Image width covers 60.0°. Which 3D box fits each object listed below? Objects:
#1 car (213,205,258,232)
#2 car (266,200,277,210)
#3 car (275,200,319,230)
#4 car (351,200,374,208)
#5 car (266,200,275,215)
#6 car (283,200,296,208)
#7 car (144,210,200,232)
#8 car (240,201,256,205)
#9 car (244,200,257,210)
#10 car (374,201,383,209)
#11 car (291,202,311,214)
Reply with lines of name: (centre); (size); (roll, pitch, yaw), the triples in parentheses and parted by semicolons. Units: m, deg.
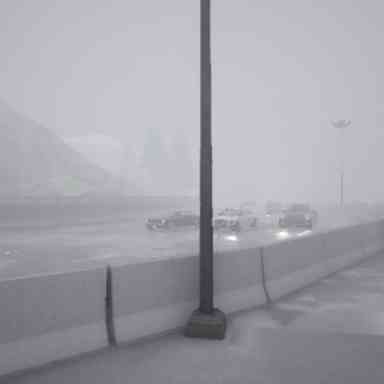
car: (2.958, 1.829, 22.574); (1.812, 1.442, 4.674); (0, -1, 33)
car: (13.782, 2.210, 57.895); (1.882, 1.535, 5.008); (0, -1, 12)
car: (7.717, 1.651, 23.717); (2.097, 1.767, 4.553); (-1, -1, 28)
car: (27.371, 2.118, 54.284); (2.128, 1.511, 4.902); (0, -1, 12)
car: (10.368, 2.032, 41.523); (1.837, 1.490, 4.892); (0, -1, 12)
car: (18.435, 2.316, 62.991); (1.812, 1.442, 4.674); (0, -1, 12)
car: (-1.067, 1.924, 22.804); (1.895, 1.301, 4.718); (-1, -1, 37)
car: (6.744, 2.018, 41.373); (1.882, 1.535, 5.008); (0, -1, 13)
car: (10.239, 2.240, 58.027); (2.128, 1.511, 4.902); (0, -1, 12)
car: (30.801, 2.150, 53.582); (2.033, 1.411, 5.357); (0, -1, 12)
car: (14.783, 2.109, 45.500); (2.033, 1.411, 5.357); (0, -1, 12)
